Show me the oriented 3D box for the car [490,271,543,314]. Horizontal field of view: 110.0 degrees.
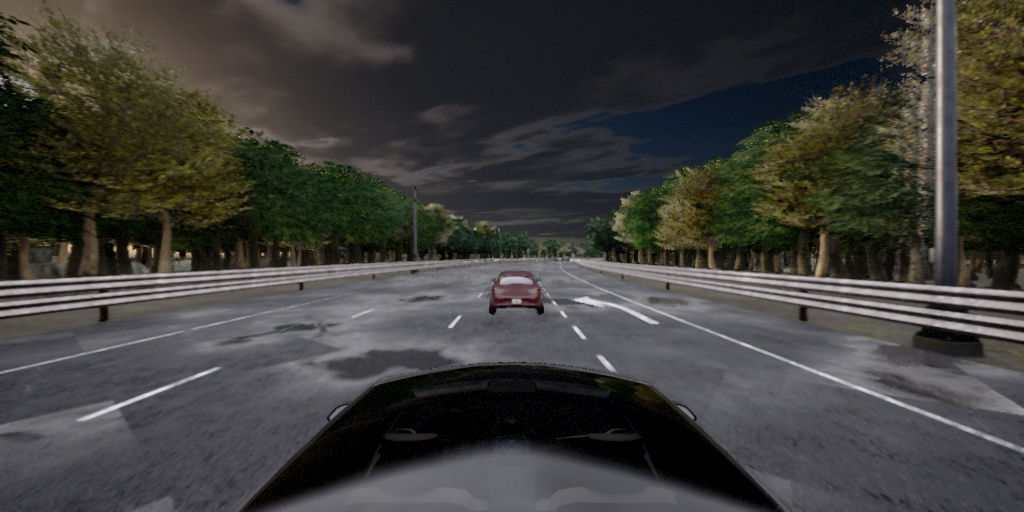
[{"bbox_3d":[0.166,1.277,13.746,1.812,1.442,4.674,0,0,0],"label":"car"}]
